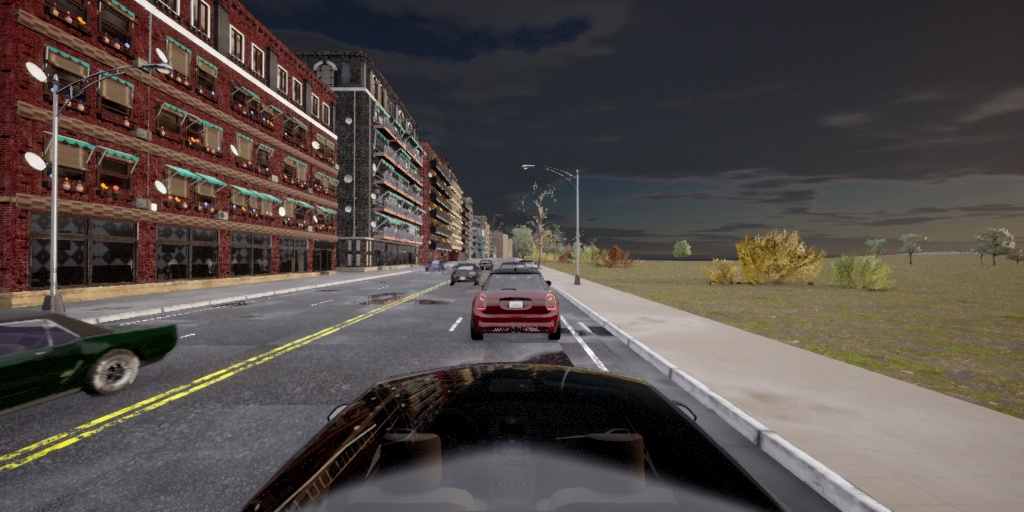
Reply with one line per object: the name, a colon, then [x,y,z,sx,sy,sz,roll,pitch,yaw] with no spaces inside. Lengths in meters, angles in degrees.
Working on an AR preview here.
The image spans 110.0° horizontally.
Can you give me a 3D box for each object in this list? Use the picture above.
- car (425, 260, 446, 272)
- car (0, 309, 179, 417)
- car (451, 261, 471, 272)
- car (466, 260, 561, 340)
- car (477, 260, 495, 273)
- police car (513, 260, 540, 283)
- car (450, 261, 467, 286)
car: [-9.914,1.279,46.261,1.812,1.442,4.674,0,0,0]
car: [-6.606,1.351,3.829,1.895,1.301,4.718,0,0,0]
car: [-6.665,1.317,47.229,1.994,1.385,4.181,0,0,0]
car: [0.080,1.103,10.112,2.097,1.767,4.553,0,0,0]
car: [-3.212,1.256,44.781,1.837,1.490,4.892,0,-1,0]
police car: [1.096,1.179,29.380,1.930,1.638,5.238,0,0,0]
car: [-3.186,1.279,25.415,1.812,1.442,4.674,0,0,0]
